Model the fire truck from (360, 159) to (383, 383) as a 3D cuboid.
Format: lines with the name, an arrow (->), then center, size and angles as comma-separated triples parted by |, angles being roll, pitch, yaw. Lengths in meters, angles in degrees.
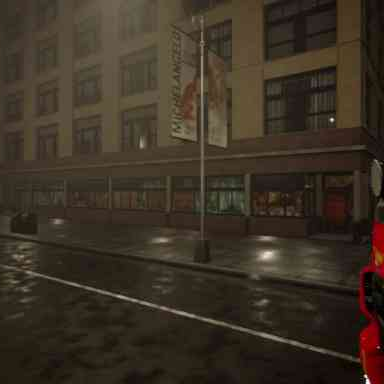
fire truck -> 5.128, 0.349, 0.460 | 8.468, 3.827, 2.891 | 0, 2, 15
